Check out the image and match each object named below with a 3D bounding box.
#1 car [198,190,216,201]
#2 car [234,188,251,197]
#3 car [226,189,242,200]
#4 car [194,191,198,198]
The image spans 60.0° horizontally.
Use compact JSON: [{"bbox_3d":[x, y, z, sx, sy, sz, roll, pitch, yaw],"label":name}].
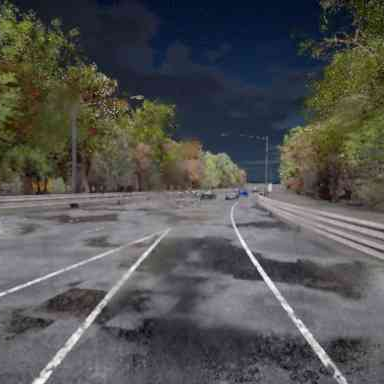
[{"bbox_3d":[2.822,0.611,55.666,1.882,1.535,5.008,1,1,14],"label":"car"},{"bbox_3d":[11.625,0.093,76.497,2.150,2.045,5.566,1,1,14],"label":"car"},{"bbox_3d":[7.135,0.699,58.500,1.994,1.385,4.181,1,1,14],"label":"car"},{"bbox_3d":[1.797,0.431,66.026,2.128,1.511,4.902,1,1,14],"label":"car"}]
